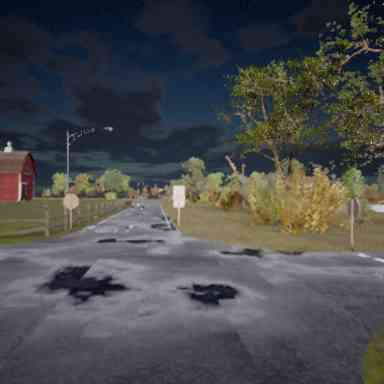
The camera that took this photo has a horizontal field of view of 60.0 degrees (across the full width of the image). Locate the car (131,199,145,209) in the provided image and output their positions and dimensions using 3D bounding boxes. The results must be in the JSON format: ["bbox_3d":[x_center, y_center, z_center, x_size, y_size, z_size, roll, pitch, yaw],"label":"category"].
[{"bbox_3d":[-9.428,2.022,58.262,2.097,1.767,4.553,0,-1,-6],"label":"car"}]
